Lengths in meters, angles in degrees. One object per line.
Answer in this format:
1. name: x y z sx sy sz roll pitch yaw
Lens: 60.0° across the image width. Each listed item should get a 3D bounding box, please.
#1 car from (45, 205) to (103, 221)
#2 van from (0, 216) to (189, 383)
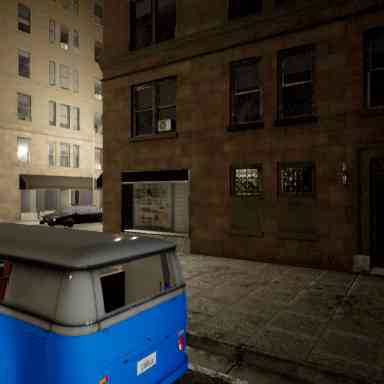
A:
1. car: -7.728 1.637 23.147 2.033 1.411 5.357 0 0 33
2. van: -1.966 1.341 4.085 3.998 1.788 1.690 0 0 33
